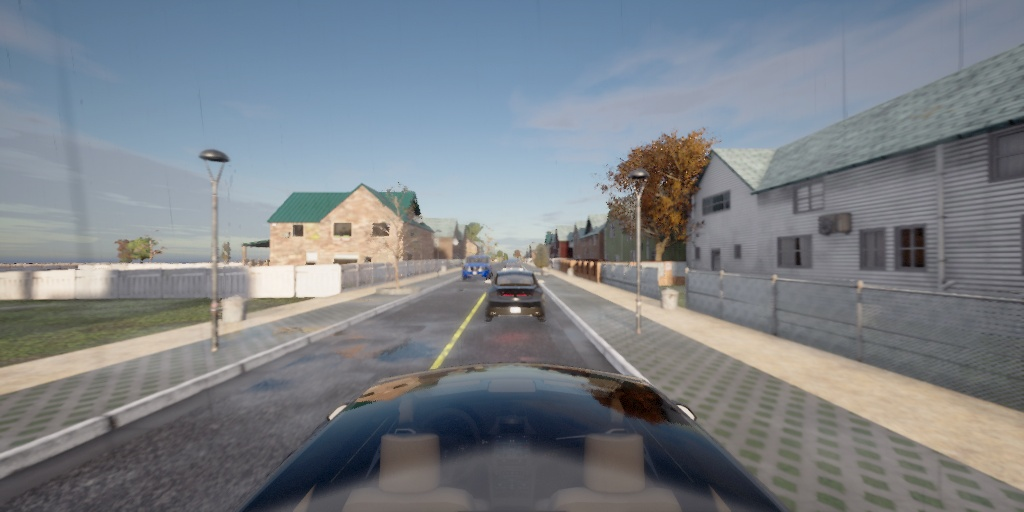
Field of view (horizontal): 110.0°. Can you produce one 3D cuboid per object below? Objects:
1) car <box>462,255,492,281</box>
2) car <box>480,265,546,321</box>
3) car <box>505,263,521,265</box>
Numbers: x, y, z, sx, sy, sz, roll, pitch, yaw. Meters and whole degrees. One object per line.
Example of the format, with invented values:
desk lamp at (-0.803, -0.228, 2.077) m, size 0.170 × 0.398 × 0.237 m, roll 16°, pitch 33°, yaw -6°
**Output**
car at (-2.827, 0.960, 30.185) m, size 2.150 × 2.045 × 5.566 m, roll 0°, pitch 0°, yaw 0°
car at (0.099, 1.243, 12.427) m, size 1.837 × 1.490 × 4.892 m, roll 0°, pitch 1°, yaw 0°
car at (0.095, 1.342, 33.873) m, size 1.895 × 1.301 × 4.718 m, roll 0°, pitch 0°, yaw 0°
